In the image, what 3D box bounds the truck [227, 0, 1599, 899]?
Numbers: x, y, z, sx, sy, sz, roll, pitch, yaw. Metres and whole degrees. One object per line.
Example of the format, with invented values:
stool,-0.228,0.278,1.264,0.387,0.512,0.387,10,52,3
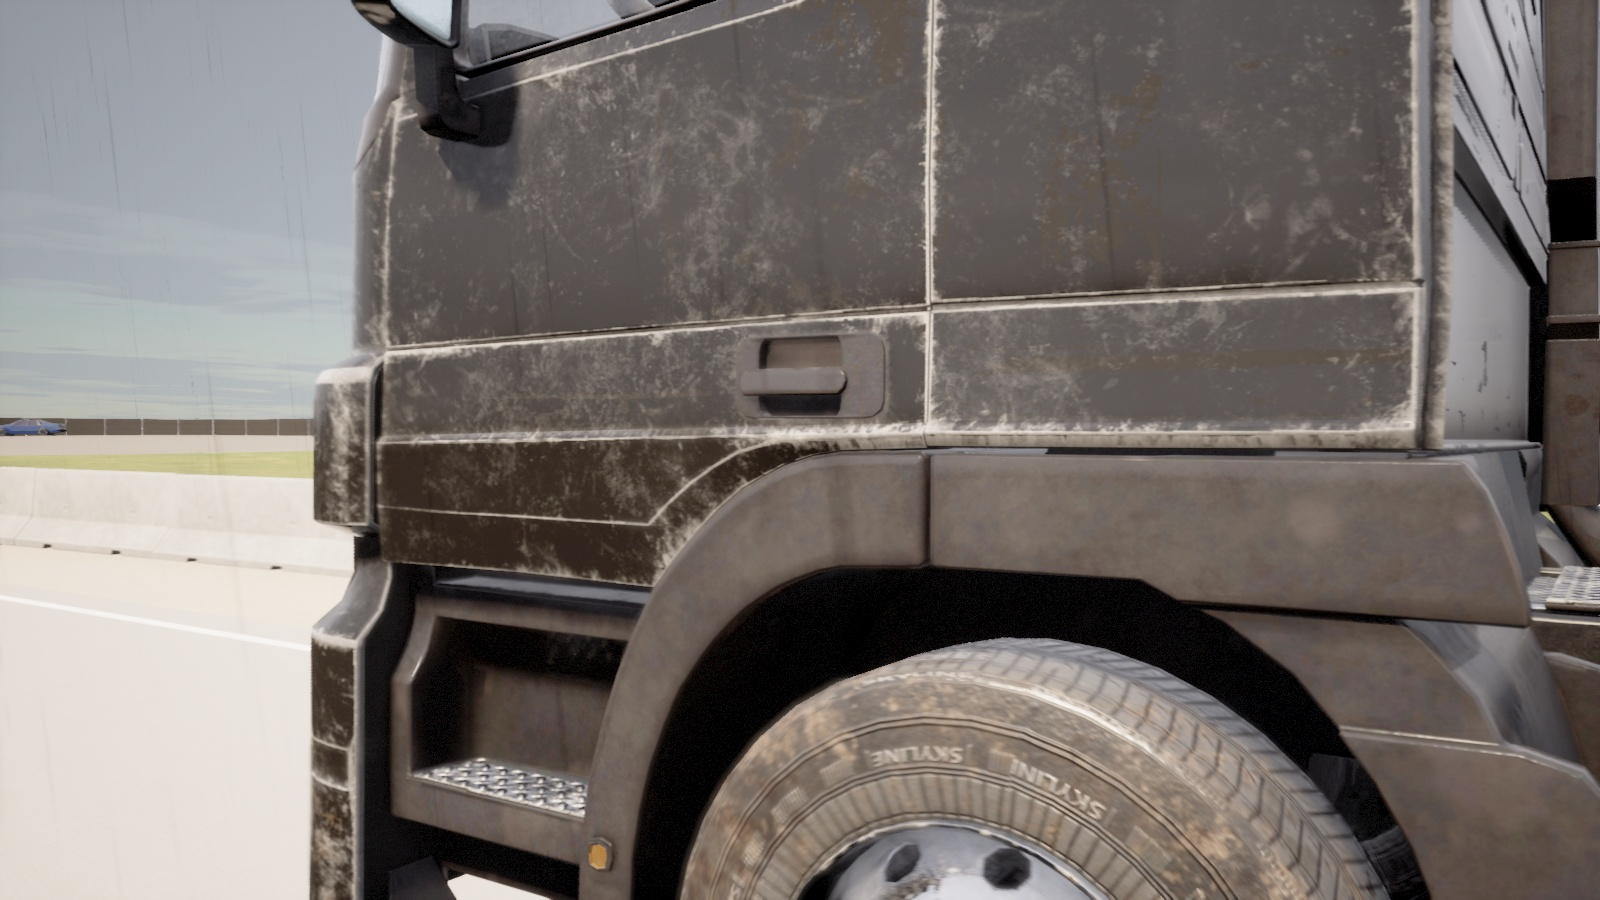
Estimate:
truck,2.897,-0.300,1.679,7.936,3.462,2.891,0,1,34
